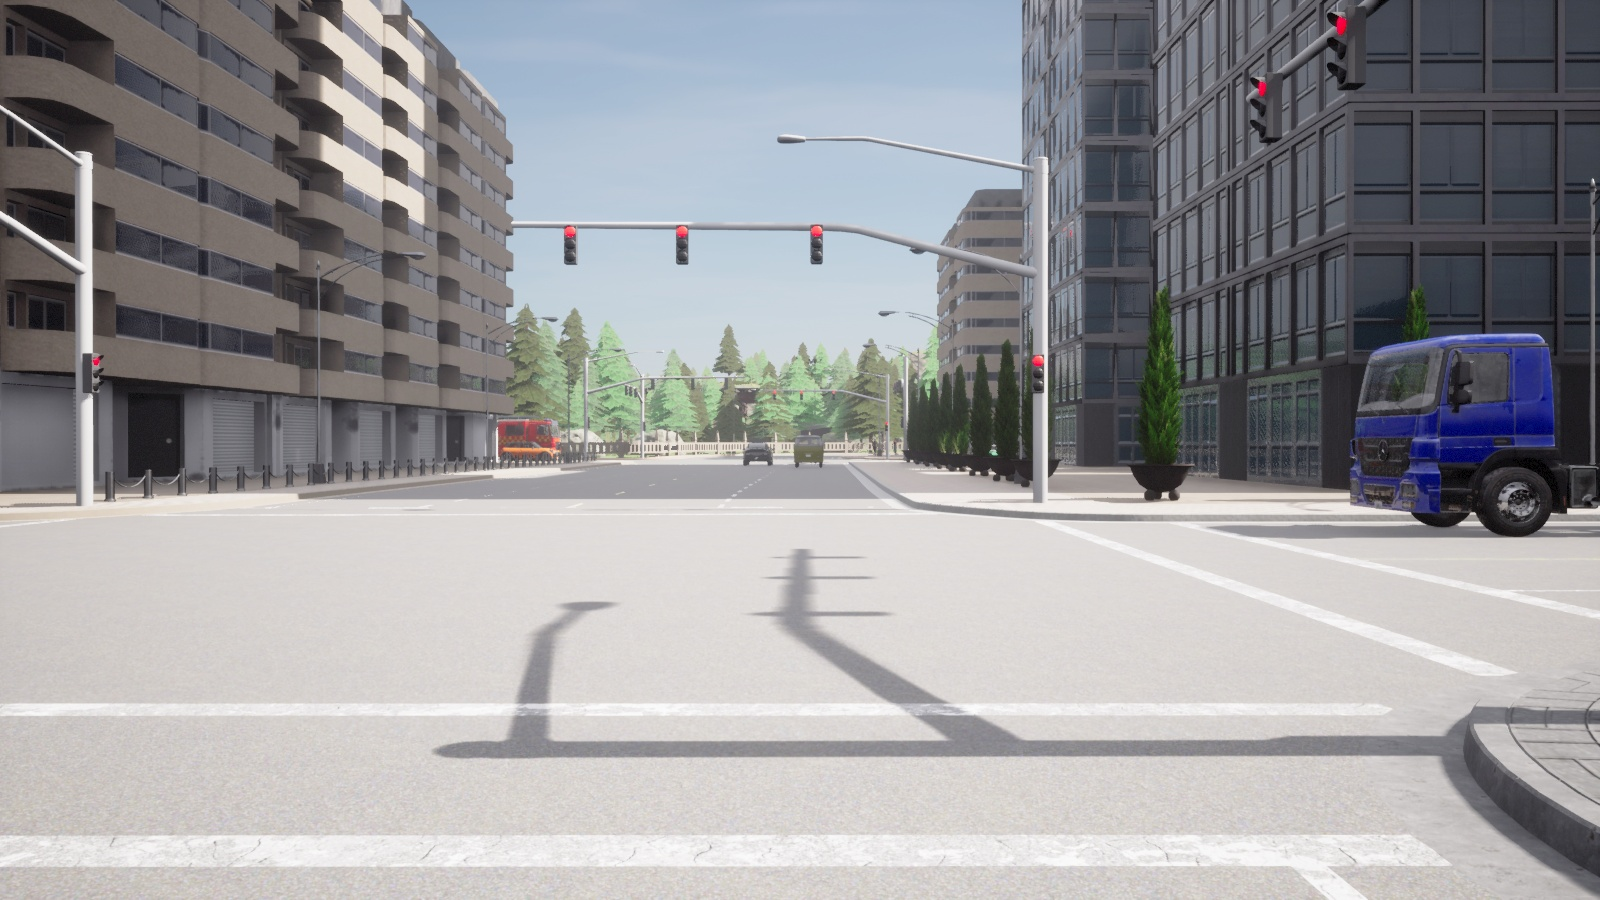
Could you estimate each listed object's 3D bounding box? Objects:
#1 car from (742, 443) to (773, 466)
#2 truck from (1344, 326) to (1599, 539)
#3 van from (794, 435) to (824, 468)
[{"bbox_3d":[-2.794,0.274,84.086,1.837,1.490,4.892,0,0,1],"label":"car"},{"bbox_3d":[14.035,-0.292,21.786,7.936,3.462,2.891,0,0,1],"label":"truck"},{"bbox_3d":[0.575,0.063,77.314,1.775,1.987,4.442,0,0,2],"label":"van"}]
